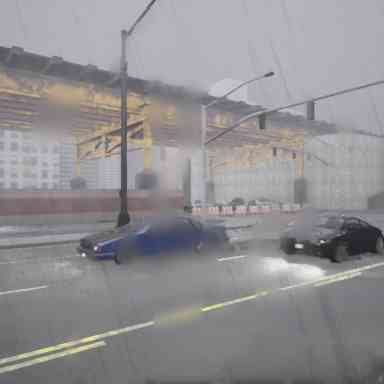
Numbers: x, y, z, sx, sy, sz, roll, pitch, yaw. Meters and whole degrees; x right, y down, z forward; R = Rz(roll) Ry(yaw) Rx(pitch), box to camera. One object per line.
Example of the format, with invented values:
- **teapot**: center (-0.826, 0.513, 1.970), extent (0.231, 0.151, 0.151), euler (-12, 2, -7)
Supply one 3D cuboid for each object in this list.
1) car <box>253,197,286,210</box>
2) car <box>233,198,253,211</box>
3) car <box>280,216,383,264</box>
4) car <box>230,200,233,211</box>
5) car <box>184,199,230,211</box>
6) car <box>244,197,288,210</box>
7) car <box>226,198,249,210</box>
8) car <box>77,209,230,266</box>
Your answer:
- **car**: center (9.138, 1.295, 41.642), extent (4.536, 1.218, 1.853), euler (0, 0, -7)
- **car**: center (5.273, 1.453, 37.895), extent (2.038, 1.542, 4.974), euler (0, 0, 18)
- **car**: center (5.090, 1.564, 11.945), extent (4.181, 1.385, 1.994), euler (0, 0, -36)
- **car**: center (1.524, 1.453, 35.216), extent (4.974, 1.542, 2.038), euler (0, 0, 8)
- **car**: center (1.472, 1.295, 35.224), extent (4.536, 1.218, 1.853), euler (0, 0, 8)
- **car**: center (9.189, 1.453, 41.649), extent (4.974, 1.542, 2.038), euler (0, 0, -7)
- **car**: center (5.289, 1.295, 37.945), extent (1.853, 1.218, 4.536), euler (0, 0, 18)
- **car**: center (-1.139, 1.547, 11.738), extent (5.357, 1.411, 2.033), euler (0, 0, -35)
